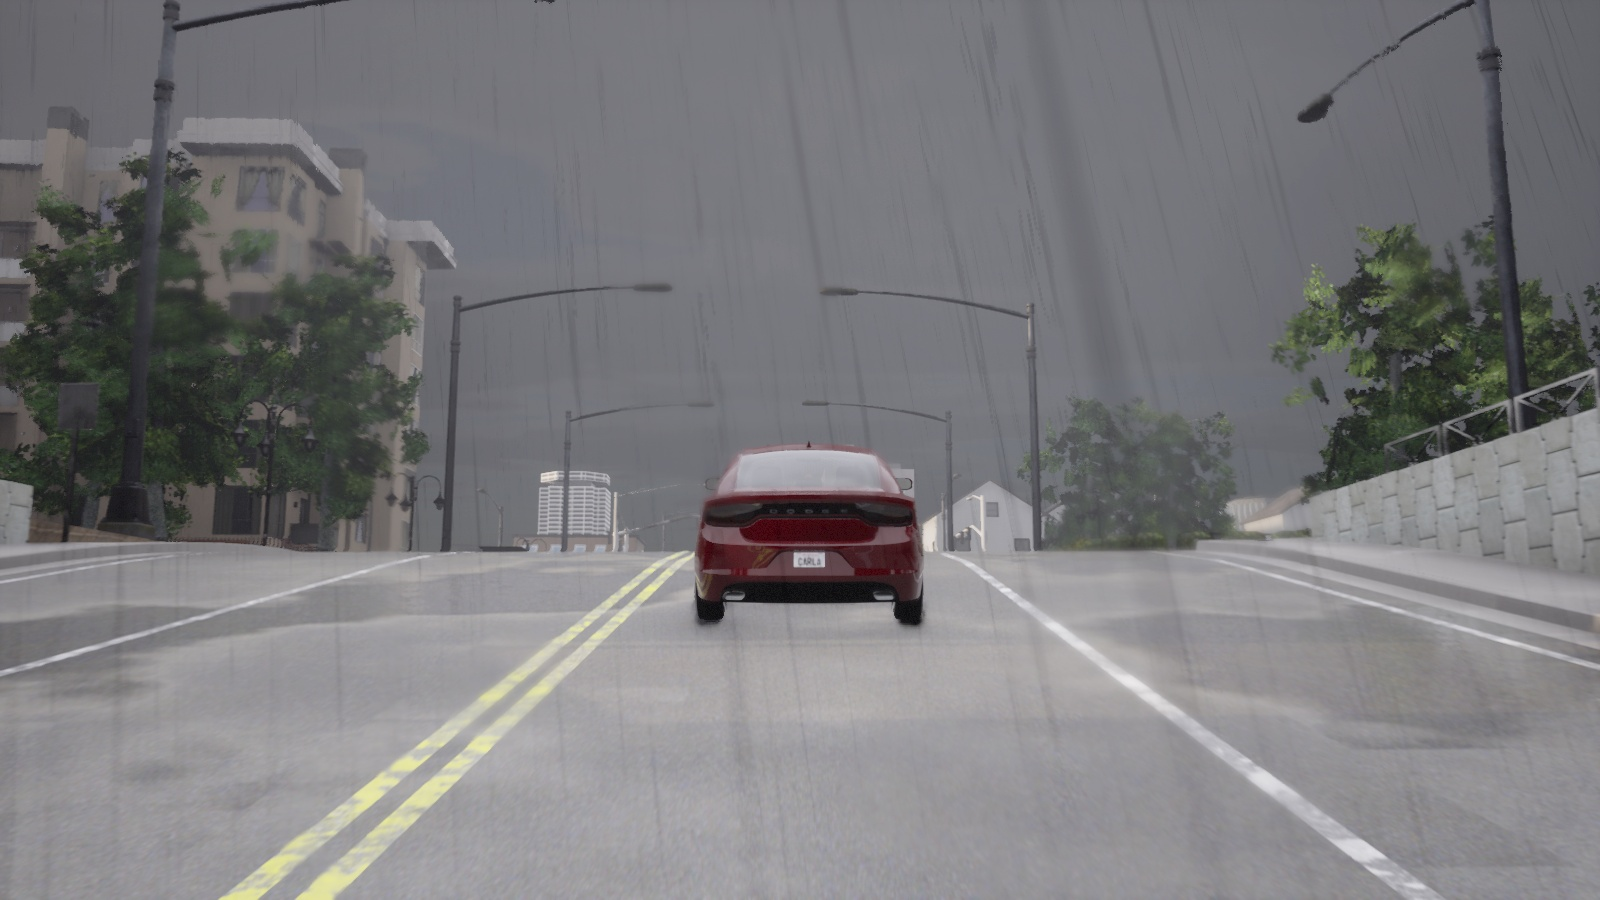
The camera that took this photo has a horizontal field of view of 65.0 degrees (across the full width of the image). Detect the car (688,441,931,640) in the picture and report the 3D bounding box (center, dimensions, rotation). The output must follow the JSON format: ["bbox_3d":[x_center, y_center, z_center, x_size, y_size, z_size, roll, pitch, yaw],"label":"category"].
[{"bbox_3d":[0.085,0.685,12.222,1.882,1.535,5.008,0,0,0],"label":"car"}]
